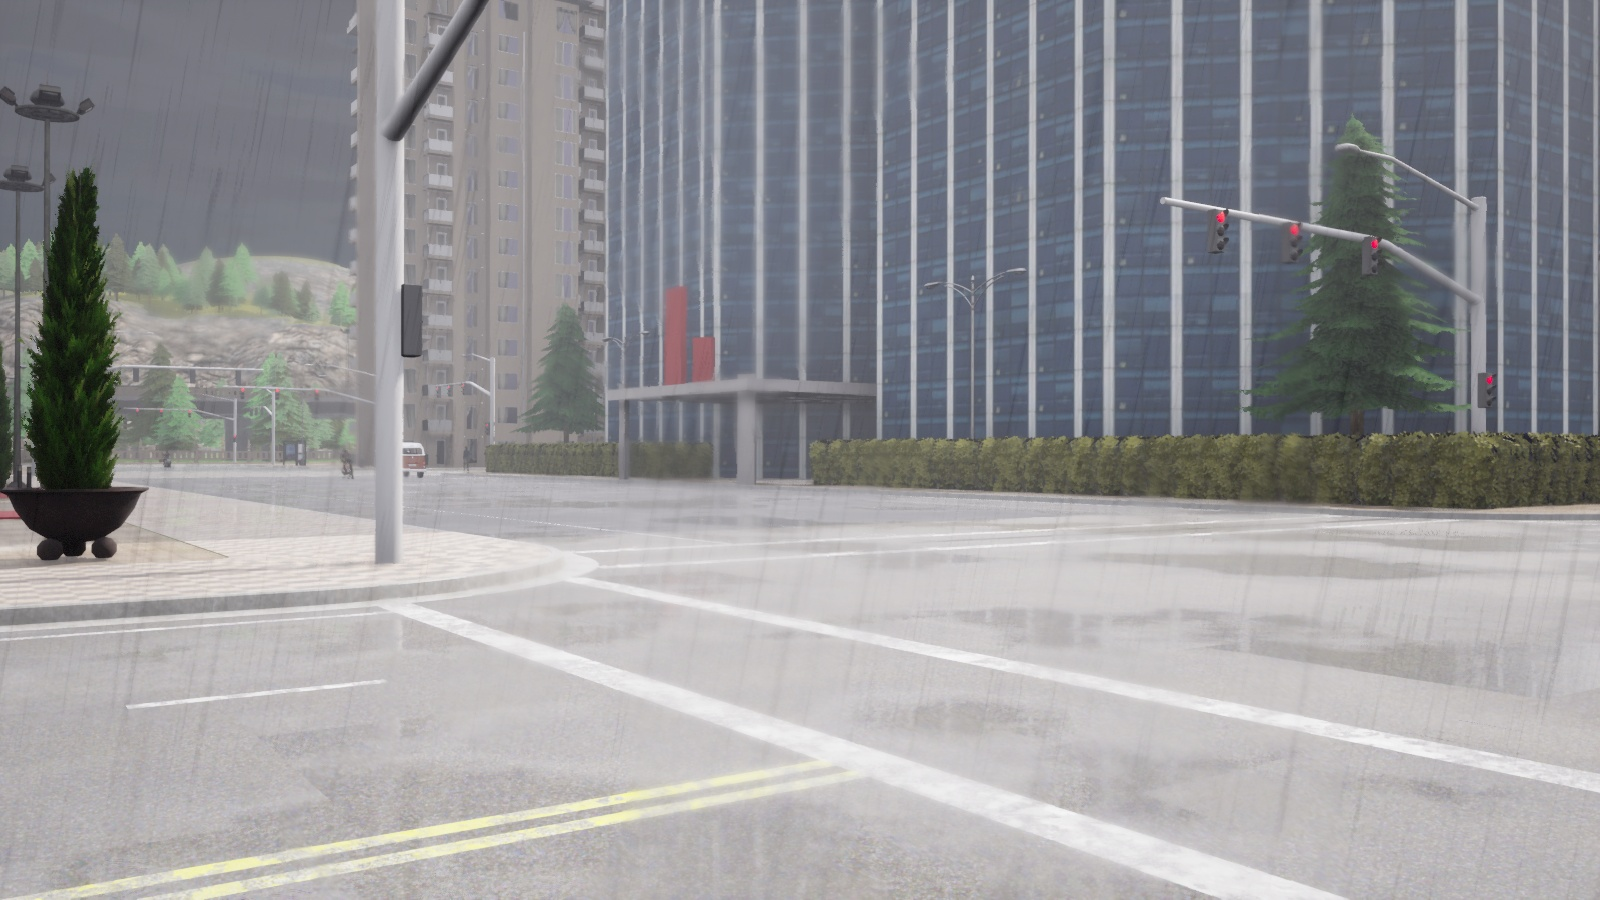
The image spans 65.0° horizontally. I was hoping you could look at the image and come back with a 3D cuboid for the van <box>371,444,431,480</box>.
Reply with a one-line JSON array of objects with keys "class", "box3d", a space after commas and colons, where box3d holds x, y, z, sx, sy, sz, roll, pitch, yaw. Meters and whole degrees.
[{"class": "van", "box3d": [-23.235, 0.696, 73.072, 2.069, 2.038, 4.480, 0, 0, -35]}]
